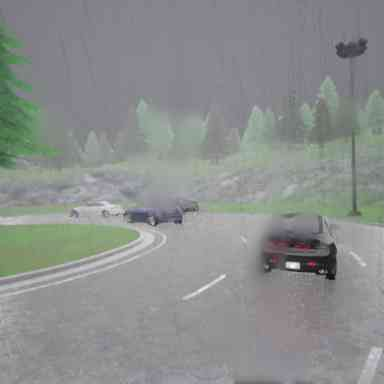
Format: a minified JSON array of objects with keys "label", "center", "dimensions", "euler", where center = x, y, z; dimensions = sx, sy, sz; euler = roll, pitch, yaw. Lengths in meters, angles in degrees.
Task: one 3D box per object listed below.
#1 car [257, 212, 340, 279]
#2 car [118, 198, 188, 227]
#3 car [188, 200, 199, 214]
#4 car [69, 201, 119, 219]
[{"label":"car","center":[3.126,1.359,9.706],"dimensions":[1.837,1.490,4.892],"euler":[0,1,21]},{"label":"car","center":[-2.699,1.262,22.176],"dimensions":[2.097,1.767,4.553],"euler":[-2,1,-40]},{"label":"car","center":[-1.701,1.319,30.000],"dimensions":[4.902,1.511,2.128],"euler":[-1,0,32]},{"label":"car","center":[-8.302,1.529,28.863],"dimensions":[4.674,1.442,1.812],"euler":[-1,0,13]}]
